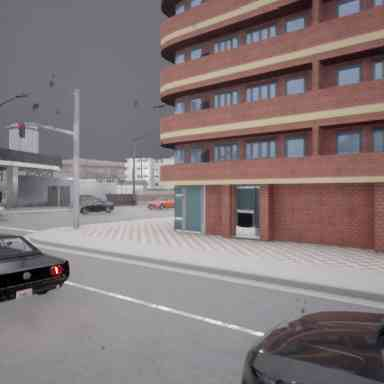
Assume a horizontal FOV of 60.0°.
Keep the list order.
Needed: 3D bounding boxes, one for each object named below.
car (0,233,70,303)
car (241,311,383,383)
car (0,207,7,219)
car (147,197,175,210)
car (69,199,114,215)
[{"bbox_3d":[-4.913,1.598,7.483,4.718,1.301,1.895,0,0,36],"label":"car"},{"bbox_3d":[2.668,1.514,2.092,4.892,1.490,1.837,0,0,35],"label":"car"},{"bbox_3d":[-16.260,1.509,24.623,1.812,1.442,4.674,0,0,32],"label":"car"},{"bbox_3d":[-3.729,1.383,43.068,2.097,1.767,4.553,0,0,35],"label":"car"},{"bbox_3d":[-10.120,1.499,33.802,2.128,1.511,4.902,0,0,35],"label":"car"}]
